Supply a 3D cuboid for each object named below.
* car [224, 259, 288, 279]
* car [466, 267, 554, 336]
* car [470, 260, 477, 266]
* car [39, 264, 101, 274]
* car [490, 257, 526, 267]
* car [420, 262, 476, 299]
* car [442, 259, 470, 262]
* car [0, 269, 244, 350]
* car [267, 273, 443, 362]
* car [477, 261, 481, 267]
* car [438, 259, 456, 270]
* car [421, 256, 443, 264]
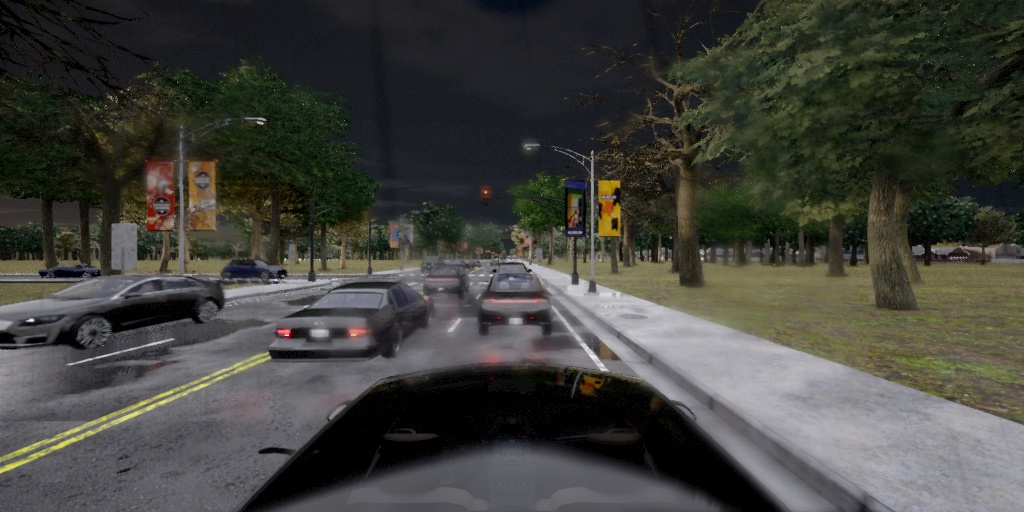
[{"bbox_3d":[-21.319,1.088,29.885,4.553,1.767,2.097,0,0,-1],"label":"car"},{"bbox_3d":[0.078,1.243,10.427,2.128,1.511,4.902,0,0,0],"label":"car"},{"bbox_3d":[-6.732,1.374,53.268,1.895,1.301,4.718,0,0,0],"label":"car"},{"bbox_3d":[-35.890,1.319,29.841,4.718,1.301,1.895,0,0,0],"label":"car"},{"bbox_3d":[0.016,1.106,19.401,2.097,1.767,4.553,0,0,0],"label":"car"},{"bbox_3d":[-3.182,1.245,18.060,2.128,1.511,4.902,0,0,-2],"label":"car"},{"bbox_3d":[-6.711,1.313,43.680,2.033,1.411,5.357,0,0,0],"label":"car"},{"bbox_3d":[-9.852,1.243,9.172,2.128,1.511,4.902,0,0,0],"label":"car"},{"bbox_3d":[-3.157,1.298,8.314,2.033,1.411,5.357,0,0,-1],"label":"car"},{"bbox_3d":[-6.727,1.350,64.457,1.994,1.385,4.181,0,0,0],"label":"car"},{"bbox_3d":[-9.985,1.253,55.451,1.882,1.535,5.008,0,0,0],"label":"car"},{"bbox_3d":[-9.952,0.988,45.465,2.150,2.045,5.566,0,0,0],"label":"car"}]
